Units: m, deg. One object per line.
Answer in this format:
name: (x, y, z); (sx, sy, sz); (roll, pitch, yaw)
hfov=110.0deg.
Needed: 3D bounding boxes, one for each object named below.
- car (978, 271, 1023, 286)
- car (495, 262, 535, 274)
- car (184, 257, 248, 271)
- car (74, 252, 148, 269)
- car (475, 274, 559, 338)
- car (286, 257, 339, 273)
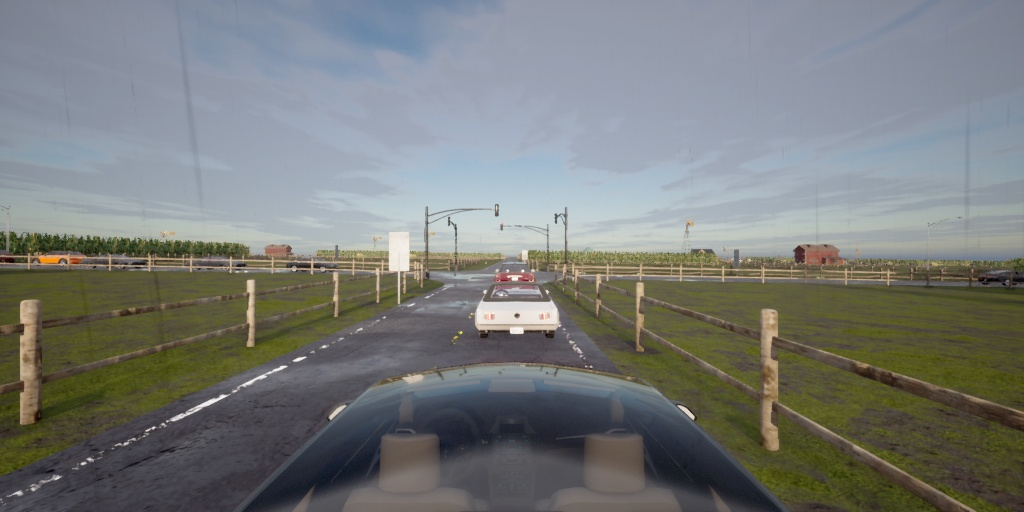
car: (50.689, 2.257, 36.522); (4.892, 1.490, 1.837); (1, 0, 0)
car: (0.164, 1.103, 19.087); (2.097, 1.767, 4.553); (0, 0, 1)
car: (-30.237, 0.759, 36.701); (5.357, 1.411, 2.033); (1, 0, 0)
car: (-40.759, 0.570, 36.729); (5.357, 1.411, 2.033); (1, 0, 1)
car: (0.117, 1.351, 10.098); (1.895, 1.301, 4.718); (0, 0, 0)
car: (-20.348, 0.896, 36.674); (4.892, 1.490, 1.837); (1, 0, 0)
